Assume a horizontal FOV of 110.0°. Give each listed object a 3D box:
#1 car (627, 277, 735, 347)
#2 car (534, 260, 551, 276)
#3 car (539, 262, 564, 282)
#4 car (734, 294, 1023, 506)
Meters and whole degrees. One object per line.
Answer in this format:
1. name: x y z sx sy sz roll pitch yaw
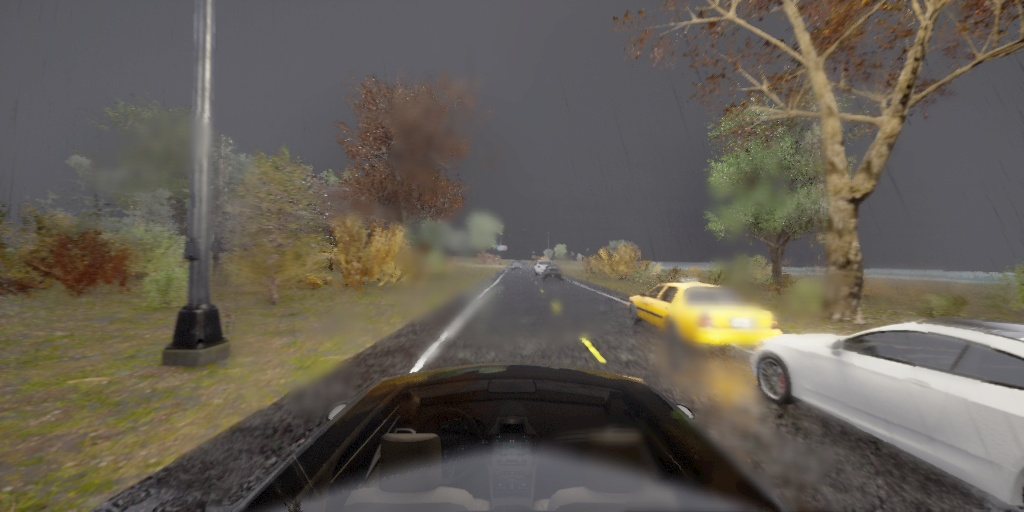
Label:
1. car: 4.627 1.345 9.696 1.801 1.575 5.366 1 -1 1
2. car: 4.065 1.503 46.164 2.150 2.045 5.566 1 0 1
3. car: 3.965 1.666 35.130 1.837 1.490 4.892 1 -1 1
4. car: 4.545 1.346 3.507 1.812 1.442 4.674 1 -1 1
